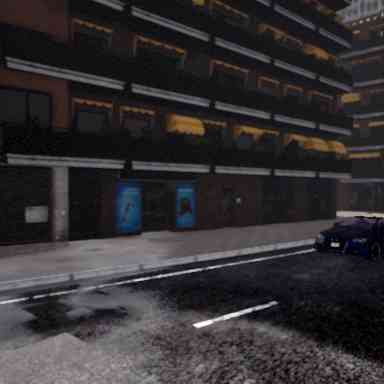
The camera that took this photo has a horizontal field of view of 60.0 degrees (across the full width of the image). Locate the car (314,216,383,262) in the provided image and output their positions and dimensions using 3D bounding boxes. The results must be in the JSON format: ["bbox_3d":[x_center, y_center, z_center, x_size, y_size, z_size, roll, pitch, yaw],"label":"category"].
[{"bbox_3d":[6.466,1.615,12.497,4.181,1.385,1.994,0,0,-37],"label":"car"}]
